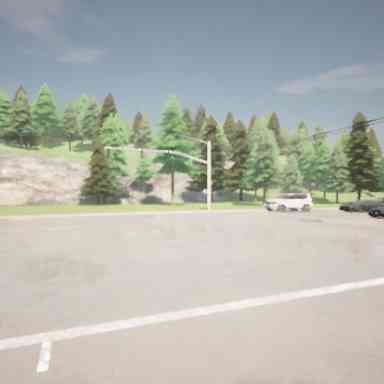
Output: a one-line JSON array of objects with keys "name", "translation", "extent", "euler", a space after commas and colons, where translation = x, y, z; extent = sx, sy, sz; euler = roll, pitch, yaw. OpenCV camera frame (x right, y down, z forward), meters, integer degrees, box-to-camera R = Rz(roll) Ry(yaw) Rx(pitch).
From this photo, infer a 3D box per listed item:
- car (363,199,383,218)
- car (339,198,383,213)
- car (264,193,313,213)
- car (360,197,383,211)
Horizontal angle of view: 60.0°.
[{"name": "car", "translation": [17.019, 1.555, 28.026], "extent": [4.181, 1.385, 1.994], "euler": [0, 0, -20]}, {"name": "car", "translation": [18.602, 1.525, 36.042], "extent": [5.357, 1.411, 2.033], "euler": [0, 0, -19]}, {"name": "car", "translation": [10.712, 1.173, 36.851], "extent": [5.566, 2.045, 2.150], "euler": [0, 0, -21]}, {"name": "car", "translation": [23.675, 1.471, 41.493], "extent": [4.902, 1.511, 2.128], "euler": [0, 0, -19]}]
